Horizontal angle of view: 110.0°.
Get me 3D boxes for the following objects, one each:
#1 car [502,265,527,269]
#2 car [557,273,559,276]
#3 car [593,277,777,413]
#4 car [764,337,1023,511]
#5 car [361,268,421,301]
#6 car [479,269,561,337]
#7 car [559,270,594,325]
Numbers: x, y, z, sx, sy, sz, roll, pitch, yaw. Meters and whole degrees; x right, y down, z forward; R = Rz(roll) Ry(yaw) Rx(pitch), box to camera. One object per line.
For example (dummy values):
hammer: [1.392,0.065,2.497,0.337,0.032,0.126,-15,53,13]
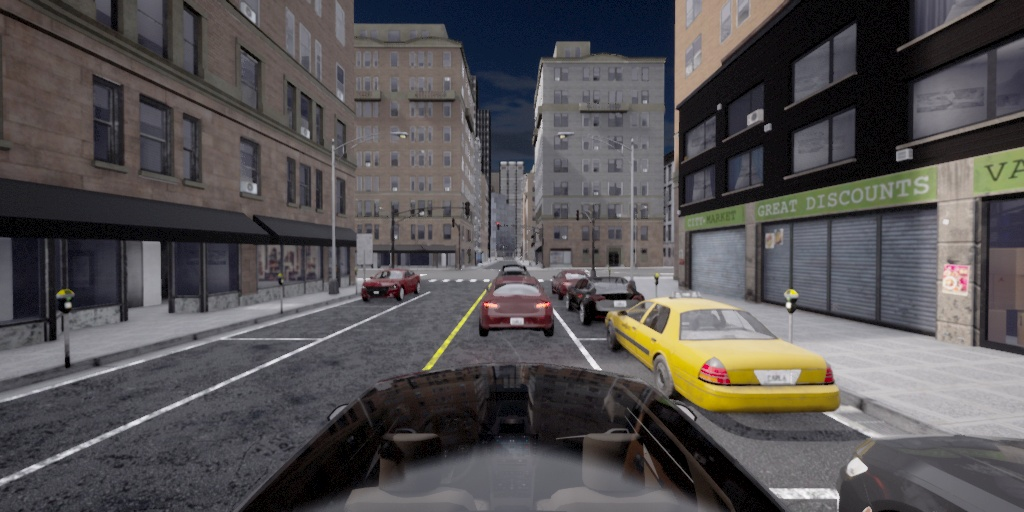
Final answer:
car: [0.116,1.229,20.447,1.837,1.490,4.892,0,0,0]
car: [2.889,1.311,17.190,1.802,1.307,4.207,0,0,0]
car: [2.878,1.270,6.188,1.751,1.417,4.829,0,0,0]
car: [2.872,1.302,0.432,2.007,1.370,4.403,0,0,0]
car: [-5.656,1.274,17.196,1.888,1.381,4.507,0,0,0]
car: [0.102,1.264,10.168,1.812,1.442,4.674,0,0,0]
car: [2.884,1.302,11.604,1.948,1.339,4.313,0,0,0]
